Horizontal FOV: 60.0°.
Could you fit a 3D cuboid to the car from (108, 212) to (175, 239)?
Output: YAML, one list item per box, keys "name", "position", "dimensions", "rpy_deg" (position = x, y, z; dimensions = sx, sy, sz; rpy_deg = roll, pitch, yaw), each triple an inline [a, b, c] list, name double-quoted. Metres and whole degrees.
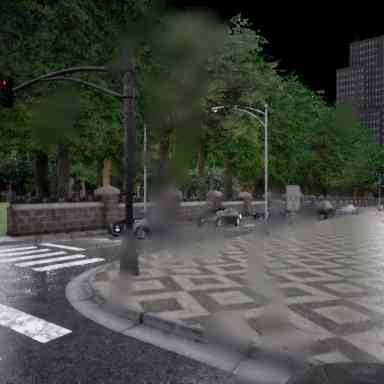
- name: "car"
  position: [-2.842, 1.885, 19.435]
  dimensions: [1.994, 1.385, 4.181]
  rpy_deg: [0, -1, 35]

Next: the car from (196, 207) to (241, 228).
- name: "car"
  position: [2.248, 2.005, 26.608]
  dimensions: [1.837, 1.490, 4.892]
  rpy_deg: [0, -1, 35]

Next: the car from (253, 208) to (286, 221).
- name: "car"
  position: [8.135, 2.314, 34.896]
  dimensions: [1.895, 1.301, 4.718]
  rpy_deg: [0, -1, 36]

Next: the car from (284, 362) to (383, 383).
- name: "car"
  position: [2.349, 1.551, 1.281]
  dimensions: [4.403, 1.369, 2.008]
  rpy_deg: [0, 0, 36]

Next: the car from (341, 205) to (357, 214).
- name: "car"
  position: [25.247, 2.770, 53.500]
  dimensions: [1.812, 1.442, 4.674]
  rpy_deg: [0, -1, 35]

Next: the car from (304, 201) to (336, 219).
- name: "car"
  position: [15.639, 2.101, 39.948]
  dimensions: [2.150, 2.045, 5.566]
  rpy_deg: [0, -2, 35]

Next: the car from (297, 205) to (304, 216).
- name: "car"
  position: [15.953, 2.475, 45.792]
  dimensions: [1.882, 1.535, 5.008]
  rpy_deg: [0, -2, 36]
